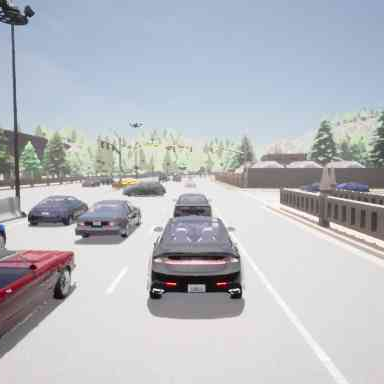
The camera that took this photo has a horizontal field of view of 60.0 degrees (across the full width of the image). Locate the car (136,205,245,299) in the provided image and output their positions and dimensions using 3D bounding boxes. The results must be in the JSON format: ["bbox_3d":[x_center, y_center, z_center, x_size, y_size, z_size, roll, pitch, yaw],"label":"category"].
[{"bbox_3d":[0.068,1.327,8.043,2.128,1.511,4.902,0,2,0],"label":"car"}]

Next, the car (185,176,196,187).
[{"bbox_3d":[-0.259,-1.764,61.339,1.812,1.442,4.674,0,4,0],"label":"car"}]

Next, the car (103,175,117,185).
[{"bbox_3d":[-17.842,-2.515,68.858,2.150,2.045,5.566,0,3,0],"label":"car"}]

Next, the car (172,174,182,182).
[{"bbox_3d":[-3.936,-3.617,87.004,2.150,2.045,5.566,0,3,0],"label":"car"}]

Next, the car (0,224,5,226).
[{"bbox_3d":[-6.936,1.282,8.831,1.882,1.535,5.008,0,2,0],"label":"car"}]

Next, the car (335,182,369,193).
[{"bbox_3d":[18.057,-0.403,38.643,4.674,1.442,1.812,-1,3,2],"label":"car"}]

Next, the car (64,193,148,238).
[{"bbox_3d":[-3.465,1.049,14.626,2.033,1.411,5.357,0,3,0],"label":"car"}]

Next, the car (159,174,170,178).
[{"bbox_3d":[-7.436,-3.616,86.986,2.150,2.045,5.566,0,3,0],"label":"car"}]

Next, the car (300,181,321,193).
[{"bbox_3d":[16.128,-0.618,42.198,4.674,1.442,1.812,0,3,2],"label":"car"}]

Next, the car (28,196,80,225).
[{"bbox_3d":[-6.980,0.878,17.804,1.994,1.385,4.181,0,3,0],"label":"car"}]

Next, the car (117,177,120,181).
[{"bbox_3d":[-17.894,-2.821,78.968,1.812,1.442,4.674,0,3,0],"label":"car"}]

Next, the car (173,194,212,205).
[{"bbox_3d":[0.025,0.814,17.464,1.882,1.535,5.008,0,3,-1],"label":"car"}]

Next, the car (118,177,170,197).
[{"bbox_3d":[-5.174,-0.396,35.613,4.553,1.767,2.097,-1,4,-23],"label":"car"}]

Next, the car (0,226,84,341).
[{"bbox_3d":[-3.421,1.527,5.110,1.895,1.301,4.718,0,1,0],"label":"car"}]

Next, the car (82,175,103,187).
[{"bbox_3d":[-17.855,-1.795,58.963,2.097,1.767,4.553,0,3,0],"label":"car"}]
